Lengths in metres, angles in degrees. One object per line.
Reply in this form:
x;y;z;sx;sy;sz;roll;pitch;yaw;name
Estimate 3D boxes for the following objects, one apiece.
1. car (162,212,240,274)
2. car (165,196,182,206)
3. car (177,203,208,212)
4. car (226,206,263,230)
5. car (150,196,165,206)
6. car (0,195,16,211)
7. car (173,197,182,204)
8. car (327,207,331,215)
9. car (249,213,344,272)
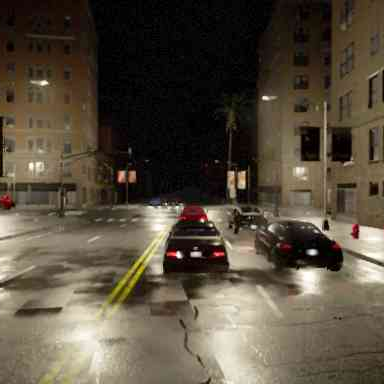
0.088;1.605;10.728;2.033;1.411;5.357;0;0;0;car
-3.324;1.832;60.957;1.837;1.490;4.892;0;0;0;car
0.094;1.638;21.033;1.812;1.442;4.674;0;0;0;car
3.243;1.612;19.976;1.837;1.490;4.892;0;0;0;car
-6.573;1.804;60.836;1.882;1.535;5.008;0;0;0;car
-23.899;1.304;39.911;5.009;1.841;2.192;0;0;-9;car
-3.273;1.878;76.211;1.882;1.535;5.008;0;0;0;car
16.202;1.952;34.423;4.313;1.339;1.947;0;0;0;car
3.305;1.623;11.063;1.994;1.385;4.181;0;0;1;car
